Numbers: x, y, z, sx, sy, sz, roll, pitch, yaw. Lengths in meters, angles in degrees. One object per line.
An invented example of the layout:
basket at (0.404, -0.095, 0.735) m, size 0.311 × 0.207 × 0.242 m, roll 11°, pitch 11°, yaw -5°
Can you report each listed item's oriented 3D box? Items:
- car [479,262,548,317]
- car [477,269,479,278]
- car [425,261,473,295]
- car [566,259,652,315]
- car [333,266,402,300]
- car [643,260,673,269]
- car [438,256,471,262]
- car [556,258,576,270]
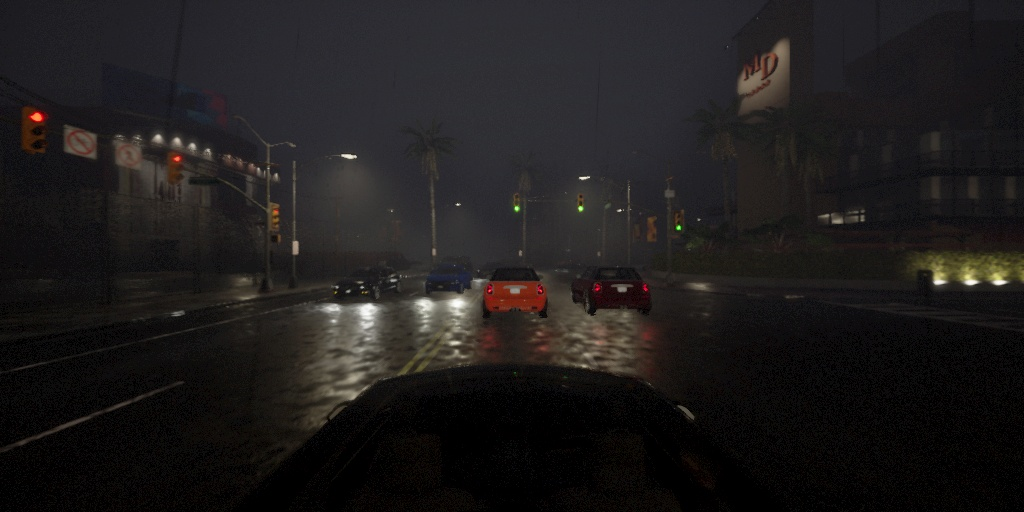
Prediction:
car at (0.099, 1.115, 13.322) m, size 2.097 × 1.767 × 4.553 m, roll 0°, pitch 0°, yaw 0°
car at (-1.755, 1.311, 33.595) m, size 1.812 × 1.442 × 4.674 m, roll 0°, pitch 0°, yaw 16°
car at (-3.430, 1.248, 20.083) m, size 1.882 × 1.535 × 5.008 m, roll 0°, pitch 0°, yaw 2°
car at (3.600, 1.116, 13.847) m, size 2.097 × 1.767 × 4.553 m, roll 0°, pitch 0°, yaw 0°
car at (-6.965, 1.272, 17.815) m, size 1.837 × 1.490 × 4.892 m, roll 0°, pitch 0°, yaw 2°
car at (24.197, 1.417, 59.444) m, size 4.718 × 1.301 × 1.895 m, roll 0°, pitch 0°, yaw -28°
car at (-5.448, 1.004, 33.552) m, size 2.150 × 2.045 × 5.566 m, roll 0°, pitch 0°, yaw 14°
car at (8.743, 1.355, 52.454) m, size 2.033 × 1.411 × 5.357 m, roll 0°, pitch 0°, yaw 44°
